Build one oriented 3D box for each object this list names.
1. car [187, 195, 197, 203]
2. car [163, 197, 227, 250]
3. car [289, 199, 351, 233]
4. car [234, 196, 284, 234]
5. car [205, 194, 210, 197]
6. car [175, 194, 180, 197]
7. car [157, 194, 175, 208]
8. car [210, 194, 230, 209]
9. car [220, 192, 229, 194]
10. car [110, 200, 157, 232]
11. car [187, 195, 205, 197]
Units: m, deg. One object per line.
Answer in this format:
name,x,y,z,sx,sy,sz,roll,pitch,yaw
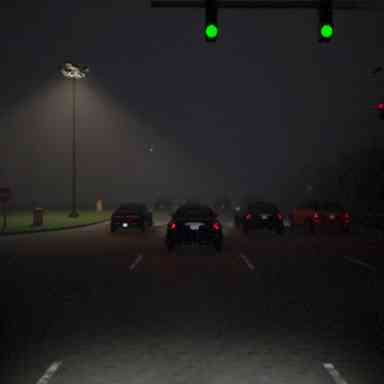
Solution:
car,0.000,1.250,62.859,1.812,1.442,4.674,0,0,0
car,0.097,1.291,14.166,2.097,1.767,4.553,0,0,0
car,7.096,1.268,18.959,2.097,1.767,4.553,0,0,0
car,3.595,1.269,18.614,2.097,1.767,4.553,0,0,0
car,3.484,1.225,71.828,2.033,1.411,5.357,0,0,0
car,-3.516,1.163,71.826,1.882,1.535,5.008,0,0,0
car,-3.410,1.328,40.203,1.837,1.490,4.892,0,0,0
car,3.592,1.325,40.930,1.837,1.490,4.892,0,0,0
car,6.984,0.910,71.857,2.150,2.045,5.566,0,0,0
car,-3.404,1.419,19.382,1.837,1.490,4.892,0,0,0
car,0.091,1.390,35.900,2.033,1.411,5.357,0,0,0
